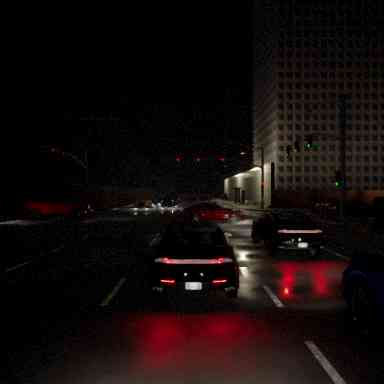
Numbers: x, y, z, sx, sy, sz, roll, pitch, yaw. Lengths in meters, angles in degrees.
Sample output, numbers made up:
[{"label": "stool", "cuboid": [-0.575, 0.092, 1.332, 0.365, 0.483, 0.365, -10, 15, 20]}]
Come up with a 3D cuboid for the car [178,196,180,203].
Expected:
[{"label": "car", "cuboid": [-3.637, 1.219, 60.948, 2.150, 2.045, 5.566, 0, 0, 0]}]

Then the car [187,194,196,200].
[{"label": "car", "cuboid": [-0.096, 1.344, 78.741, 2.097, 1.767, 4.553, 0, 0, 0]}]

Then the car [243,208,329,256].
[{"label": "car", "cuboid": [3.565, 1.491, 13.088, 2.128, 1.511, 4.902, 0, 0, 0]}]

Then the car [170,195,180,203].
[{"label": "car", "cuboid": [-3.587, 1.475, 71.097, 1.882, 1.535, 5.008, 0, 0, 0]}]

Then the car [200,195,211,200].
[{"label": "car", "cuboid": [3.404, 1.521, 78.788, 1.812, 1.442, 4.674, 0, 0, 0]}]

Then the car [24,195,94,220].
[{"label": "car", "cuboid": [-11.331, 1.255, 28.438, 5.566, 2.045, 2.150, -1, 0, 0]}]

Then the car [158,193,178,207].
[{"label": "car", "cuboid": [-3.649, 1.350, 51.359, 2.097, 1.767, 4.553, 0, 0, 0]}]

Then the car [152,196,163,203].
[{"label": "car", "cuboid": [-7.085, 1.598, 68.729, 1.895, 1.301, 4.718, 0, 0, 0]}]

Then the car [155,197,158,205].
[{"label": "car", "cuboid": [-7.151, 1.475, 58.566, 1.882, 1.535, 5.008, 0, 0, 0]}]

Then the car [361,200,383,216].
[{"label": "car", "cuboid": [19.374, 1.532, 32.239, 5.008, 1.535, 1.882, 0, 0, 0]}]

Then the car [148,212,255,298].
[{"label": "car", "cuboid": [0.046, 1.491, 8.470, 2.128, 1.511, 4.902, 0, 0, 0]}]

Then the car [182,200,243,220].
[{"label": "car", "cuboid": [1.524, 1.557, 24.979, 4.674, 1.442, 1.812, 0, 0, 0]}]

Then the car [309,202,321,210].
[{"label": "car", "cuboid": [14.989, 1.406, 35.726, 4.553, 1.767, 2.097, 0, 0, 0]}]

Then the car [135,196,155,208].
[{"label": "car", "cuboid": [-7.151, 1.476, 49.244, 1.882, 1.535, 5.008, 0, 0, 0]}]

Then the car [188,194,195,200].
[{"label": "car", "cuboid": [-0.109, 1.324, 88.994, 1.837, 1.490, 4.892, 0, 0, 0]}]

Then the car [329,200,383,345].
[{"label": "car", "cuboid": [3.596, 1.221, 3.242, 2.150, 2.045, 5.566, 0, 0, 0]}]

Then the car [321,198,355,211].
[{"label": "car", "cuboid": [13.962, 1.407, 28.524, 4.553, 1.767, 2.097, 0, 0, 0]}]

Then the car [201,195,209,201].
[{"label": "car", "cuboid": [3.391, 1.497, 89.093, 1.837, 1.490, 4.892, 0, 0, 0]}]

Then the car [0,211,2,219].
[{"label": "car", "cuboid": [-16.876, 1.559, 24.919, 4.892, 1.490, 1.837, 0, 0, 0]}]
